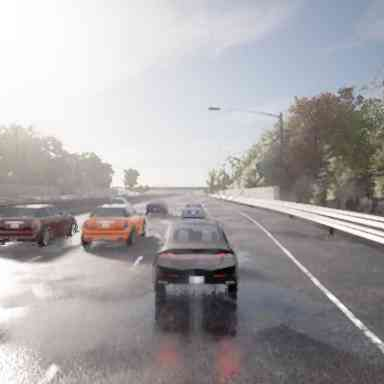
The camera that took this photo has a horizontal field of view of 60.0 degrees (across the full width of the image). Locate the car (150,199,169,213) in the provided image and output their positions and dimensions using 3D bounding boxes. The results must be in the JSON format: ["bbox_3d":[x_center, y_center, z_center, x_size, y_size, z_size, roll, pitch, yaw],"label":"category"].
[{"bbox_3d":[-3.411,1.464,33.242,1.882,1.535,5.008,0,0,0],"label":"car"}]

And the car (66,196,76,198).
[{"bbox_3d":[-24.519,1.499,67.287,1.837,1.490,4.892,0,0,0],"label":"car"}]

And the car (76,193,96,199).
[{"bbox_3d":[-21.019,1.225,67.675,2.150,2.045,5.566,0,0,0],"label":"car"}]

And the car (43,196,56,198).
[{"bbox_3d":[-28.018,1.496,65.058,1.837,1.490,4.892,0,0,0],"label":"car"}]

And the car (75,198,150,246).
[{"bbox_3d":[-3.407,1.341,15.269,2.097,1.767,4.553,0,0,0],"label":"car"}]

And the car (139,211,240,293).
[{"bbox_3d":[0.091,1.485,8.848,2.128,1.511,4.902,0,0,0],"label":"car"}]

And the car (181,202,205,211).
[{"bbox_3d":[0.091,1.534,26.372,2.033,1.411,5.357,0,0,0],"label":"car"}]

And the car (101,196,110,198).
[{"bbox_3d":[-6.910,1.338,31.413,2.097,1.767,4.553,0,0,0],"label":"car"}]

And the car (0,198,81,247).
[{"bbox_3d":[-6.906,1.341,15.102,2.097,1.767,4.553,0,0,0],"label":"car"}]
